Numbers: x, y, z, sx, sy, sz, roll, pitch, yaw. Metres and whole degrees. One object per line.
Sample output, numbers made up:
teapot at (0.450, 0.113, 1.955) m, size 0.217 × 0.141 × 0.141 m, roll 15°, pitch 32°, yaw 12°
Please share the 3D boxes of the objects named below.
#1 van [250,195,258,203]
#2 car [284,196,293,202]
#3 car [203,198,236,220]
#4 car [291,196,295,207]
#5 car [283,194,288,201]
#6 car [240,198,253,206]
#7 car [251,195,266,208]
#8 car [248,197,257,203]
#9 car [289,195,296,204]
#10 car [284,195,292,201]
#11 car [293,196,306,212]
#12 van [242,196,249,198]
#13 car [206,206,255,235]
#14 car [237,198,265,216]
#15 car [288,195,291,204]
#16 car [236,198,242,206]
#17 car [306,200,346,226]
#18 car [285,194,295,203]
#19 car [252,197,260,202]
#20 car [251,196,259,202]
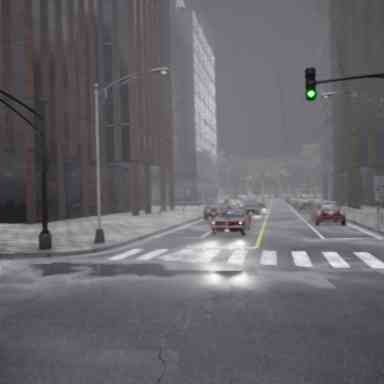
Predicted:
van at (15.508, 1.730, 83.353) m, size 1.690 × 1.788 × 3.998 m, roll -2°, pitch -1°, yaw 14°
car at (25.095, 1.722, 86.577) m, size 1.887 × 1.381 × 4.507 m, roll -2°, pitch -1°, yaw 14°
car at (2.416, 1.531, 30.577) m, size 2.192 × 1.841 × 5.009 m, roll -2°, pitch -1°, yaw 14°
car at (14.622, 1.578, 44.356) m, size 1.887 × 1.381 × 4.507 m, roll -2°, pitch -1°, yaw 14°
car at (21.161, 1.436, 70.746) m, size 2.192 × 1.841 × 5.009 m, roll -2°, pitch -1°, yaw 14°
car at (10.277, 1.867, 62.240) m, size 2.008 × 1.369 × 4.403 m, roll -2°, pitch -1°, yaw 14°
car at (10.210, 1.684, 50.649) m, size 1.882 × 1.535 × 5.008 m, roll -2°, pitch -1°, yaw 14°
car at (14.205, 1.936, 78.073) m, size 1.947 × 1.339 × 4.313 m, roll -2°, pitch -1°, yaw 14°
car at (15.931, 1.595, 49.634) m, size 1.887 × 1.381 × 4.507 m, roll -2°, pitch -1°, yaw 14°
car at (26.401, 1.637, 91.855) m, size 1.967 × 1.590 × 4.097 m, roll -2°, pitch -1°, yaw 14°
car at (13.313, 1.568, 39.078) m, size 2.008 × 1.369 × 4.403 m, roll -2°, pitch -1°, yaw 14°
van at (8.963, 1.640, 56.965) m, size 1.690 × 1.788 × 3.998 m, roll -2°, pitch -1°, yaw 14°
car at (2.397, 1.714, 19.561) m, size 1.895 × 1.301 × 4.718 m, roll -2°, pitch -1°, yaw 15°
car at (6.408, 1.708, 35.558) m, size 2.033 × 1.411 × 5.357 m, roll -2°, pitch -1°, yaw 14°
car at (17.280, 1.594, 55.077) m, size 1.752 × 1.417 × 4.829 m, roll -2°, pitch -1°, yaw 14°
car at (5.042, 1.830, 41.129) m, size 1.802 × 1.307 × 4.206 m, roll -2°, pitch -1°, yaw 14°
car at (9.382, 1.409, 23.247) m, size 1.967 × 1.590 × 4.097 m, roll -2°, pitch -1°, yaw 14°
car at (19.898, 1.629, 65.632) m, size 1.752 × 1.417 × 4.829 m, roll -2°, pitch -1°, yaw 14°
car at (18.133, 1.994, 93.905) m, size 1.947 × 1.339 × 4.313 m, roll -2°, pitch -1°, yaw 14°
car at (16.782, 1.933, 88.464) m, size 1.752 × 1.417 × 4.829 m, roll -2°, pitch -1°, yaw 14°
